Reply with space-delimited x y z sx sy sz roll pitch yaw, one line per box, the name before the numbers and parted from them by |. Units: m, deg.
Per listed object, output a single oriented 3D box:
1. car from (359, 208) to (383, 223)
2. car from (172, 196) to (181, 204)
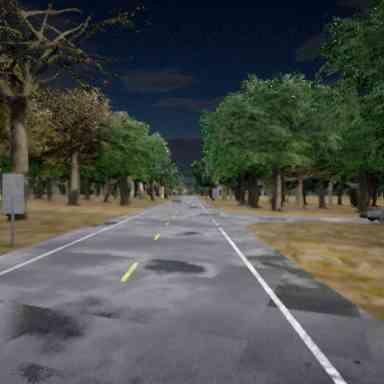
car | 18.901 2.198 31.786 5.357 1.411 2.033 2 -1 -2
car | -3.497 1.712 75.592 2.097 1.767 4.553 0 0 0
